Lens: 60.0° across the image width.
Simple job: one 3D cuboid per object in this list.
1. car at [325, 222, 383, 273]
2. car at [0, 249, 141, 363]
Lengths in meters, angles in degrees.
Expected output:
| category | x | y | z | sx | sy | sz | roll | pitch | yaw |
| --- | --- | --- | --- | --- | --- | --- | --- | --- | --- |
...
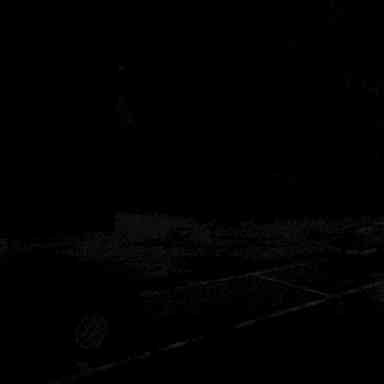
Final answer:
| category | x | y | z | sx | sy | sz | roll | pitch | yaw |
| --- | --- | --- | --- | --- | --- | --- | --- | --- | --- |
| car | 6.199 | 1.690 | 11.064 | 4.206 | 1.307 | 1.802 | 1 | 0 | -35 |
| car | -2.922 | 1.546 | 4.561 | 4.507 | 1.381 | 1.887 | 1 | 0 | -35 |
